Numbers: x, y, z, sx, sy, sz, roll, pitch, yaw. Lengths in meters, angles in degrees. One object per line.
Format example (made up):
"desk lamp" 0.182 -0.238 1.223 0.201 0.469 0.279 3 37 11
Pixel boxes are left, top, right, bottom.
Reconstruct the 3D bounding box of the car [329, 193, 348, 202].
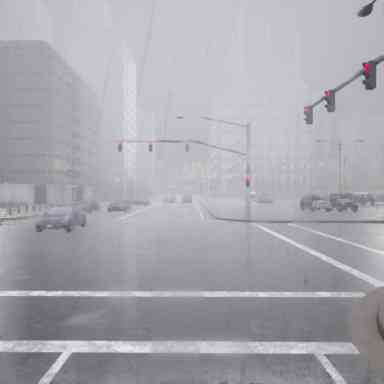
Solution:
"car" 30.086 1.153 68.360 1.932 1.855 4.605 0 0 0

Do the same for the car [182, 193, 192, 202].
"car" -1.056 1.181 74.431 2.097 1.767 4.553 0 0 0

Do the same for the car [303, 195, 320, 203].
"car" 24.508 1.395 68.301 1.970 1.475 3.806 0 0 0

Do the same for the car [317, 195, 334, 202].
"car" 27.403 1.364 68.305 1.784 1.438 3.905 0 0 0

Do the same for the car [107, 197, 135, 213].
"car" -7.963 1.563 36.773 1.994 1.385 4.181 0 0 0

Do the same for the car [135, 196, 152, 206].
"car" -8.039 1.352 53.253 2.097 1.767 4.553 0 0 0

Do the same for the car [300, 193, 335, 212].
"car" 13.191 1.153 35.769 1.932 1.855 4.605 0 0 0

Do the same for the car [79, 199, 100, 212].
"car" -11.461 1.491 36.360 2.128 1.511 4.902 0 0 0

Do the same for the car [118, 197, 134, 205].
"car" -11.551 1.601 58.406 1.895 1.301 4.718 0 0 0

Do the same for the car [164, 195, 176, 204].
"car" -4.511 1.564 65.605 1.994 1.385 4.181 0 0 0

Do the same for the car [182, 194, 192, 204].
"car" -1.011 1.601 65.703 1.895 1.301 4.718 0 0 0

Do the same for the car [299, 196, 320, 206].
"car" 18.763 1.395 53.190 1.970 1.475 3.806 0 0 0

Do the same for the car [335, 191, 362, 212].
"car" 16.085 1.156 35.719 1.905 1.878 3.866 0 0 0

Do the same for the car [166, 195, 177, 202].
"car" -4.556 1.351 74.443 2.128 1.511 4.902 0 0 0

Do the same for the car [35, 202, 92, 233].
"car" -7.625 1.525 19.813 1.812 1.442 4.674 0 0 -3
